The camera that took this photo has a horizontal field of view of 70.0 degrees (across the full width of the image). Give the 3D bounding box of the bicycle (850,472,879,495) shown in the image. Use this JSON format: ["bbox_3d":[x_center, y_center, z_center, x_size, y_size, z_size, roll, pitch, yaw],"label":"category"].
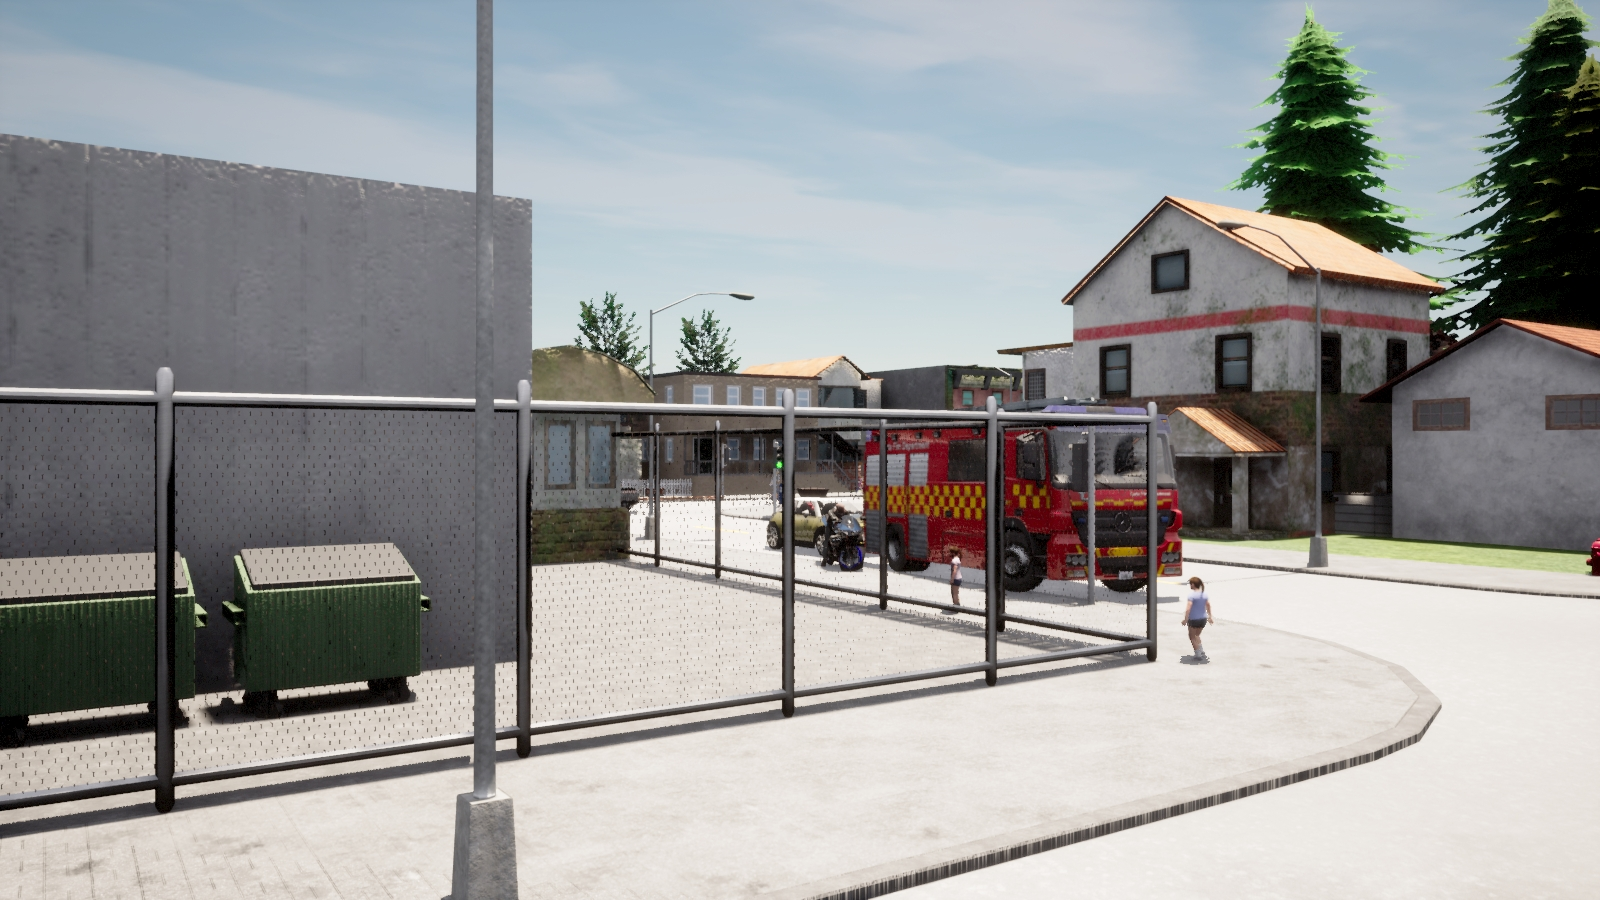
[{"bbox_3d":[3.714,1.940,65.827,1.835,1.271,0.329,0,0,-33],"label":"bicycle"}]

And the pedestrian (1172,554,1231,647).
[{"bbox_3d":[5.095,1.896,14.513,0.500,1.100,0.500,0,0,-25],"label":"pedestrian"}]

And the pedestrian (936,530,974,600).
[{"bbox_3d":[2.560,1.895,18.890,0.500,1.100,0.500,0,0,24],"label":"pedestrian"}]

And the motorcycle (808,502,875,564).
[{"bbox_3d":[0.923,1.872,26.186,0.867,1.251,2.209,0,0,-17],"label":"motorcycle"}]

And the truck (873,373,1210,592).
[{"bbox_3d":[4.649,0.674,24.447,2.891,3.827,8.468,1,-1,-21],"label":"truck"}]

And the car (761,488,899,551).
[{"bbox_3d":[0.752,1.845,31.311,1.970,1.475,3.806,0,0,-33],"label":"car"}]
